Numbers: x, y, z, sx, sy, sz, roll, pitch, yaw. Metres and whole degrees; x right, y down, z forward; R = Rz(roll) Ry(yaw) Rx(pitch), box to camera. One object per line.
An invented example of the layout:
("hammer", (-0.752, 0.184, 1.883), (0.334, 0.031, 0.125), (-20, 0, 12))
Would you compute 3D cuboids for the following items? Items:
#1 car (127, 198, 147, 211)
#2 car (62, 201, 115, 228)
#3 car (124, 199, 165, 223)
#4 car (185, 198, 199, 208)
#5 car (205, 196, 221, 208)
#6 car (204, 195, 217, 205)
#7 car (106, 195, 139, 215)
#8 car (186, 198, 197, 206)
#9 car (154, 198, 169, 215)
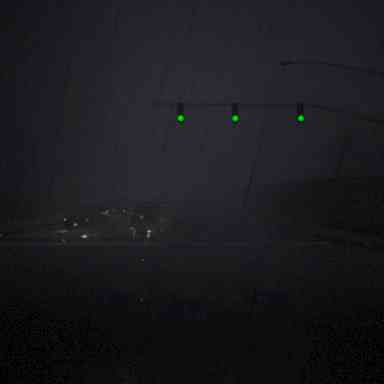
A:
("car", (-7.094, 1.634, 43.475), (1.837, 1.490, 4.892), (0, 0, 0))
("car", (-7.102, 1.602, 22.894), (2.033, 1.411, 5.357), (0, 0, 0))
("car", (-3.601, 1.561, 26.331), (2.128, 1.511, 4.902), (0, 0, 0))
("car", (-0.006, 1.671, 52.400), (1.837, 1.490, 4.892), (0, 0, 0))
("car", (3.599, 1.718, 52.867), (2.033, 1.411, 5.357), (0, 0, 0))
("car", (3.495, 1.559, 63.090), (2.097, 1.767, 4.553), (0, 0, 0))
("car", (-7.103, 1.313, 33.084), (2.150, 2.045, 5.566), (0, 0, 0))
("car", (-0.007, 1.767, 62.510), (1.994, 1.385, 4.181), (0, 0, 0))
("car", (-3.602, 1.454, 35.212), (2.097, 1.767, 4.553), (0, 0, 0))
